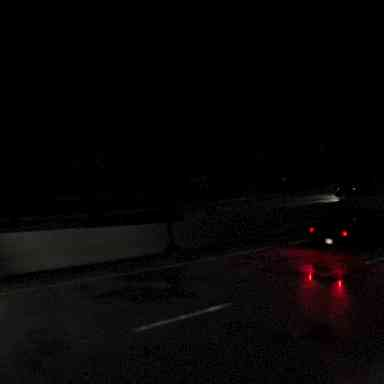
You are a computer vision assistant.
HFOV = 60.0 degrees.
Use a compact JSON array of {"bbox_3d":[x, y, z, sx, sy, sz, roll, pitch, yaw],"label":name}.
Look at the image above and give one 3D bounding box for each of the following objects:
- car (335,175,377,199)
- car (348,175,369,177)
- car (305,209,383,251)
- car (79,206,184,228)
[{"bbox_3d":[16.058,-0.331,32.546,4.553,1.767,2.097,-5,3,-35],"label":"car"},{"bbox_3d":[19.132,-0.926,38.932,5.566,2.045,2.150,-5,3,-35],"label":"car"},{"bbox_3d":[6.492,1.288,12.679,4.718,1.301,1.895,-3,2,-35],"label":"car"},{"bbox_3d":[-2.615,1.406,15.024,4.902,1.511,2.128,-2,1,-35],"label":"car"}]
